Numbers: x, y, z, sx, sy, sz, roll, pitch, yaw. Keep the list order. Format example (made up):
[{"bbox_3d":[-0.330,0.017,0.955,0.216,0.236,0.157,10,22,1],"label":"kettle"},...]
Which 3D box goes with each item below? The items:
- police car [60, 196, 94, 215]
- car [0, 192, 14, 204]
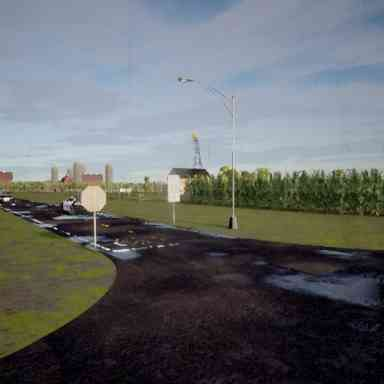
[{"bbox_3d":[-9.824,1.089,28.461,2.038,1.542,4.974,-1,1,-36],"label":"police car"},{"bbox_3d":[-25.443,0.758,45.159,2.128,1.511,4.902,-1,1,-36],"label":"car"}]
